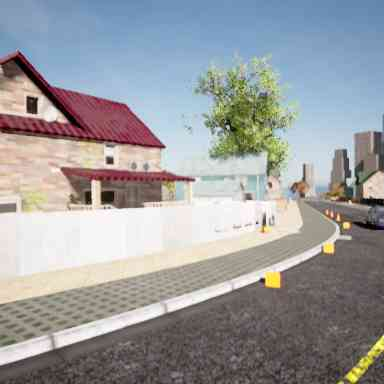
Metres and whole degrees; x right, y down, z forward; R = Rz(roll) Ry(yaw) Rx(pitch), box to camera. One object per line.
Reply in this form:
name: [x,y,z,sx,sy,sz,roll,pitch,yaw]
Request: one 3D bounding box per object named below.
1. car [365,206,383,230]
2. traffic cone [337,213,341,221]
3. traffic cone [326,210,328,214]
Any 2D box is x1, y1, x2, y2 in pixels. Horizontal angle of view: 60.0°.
car: [12.378,1.584,21.295,2.033,1.411,5.357,-1,-1,20]
traffic cone: [12.241,2.082,27.828,0.340,0.580,0.340,-1,-1,17]
traffic cone: [15.192,2.201,37.384,0.340,0.580,0.340,-1,-1,17]
